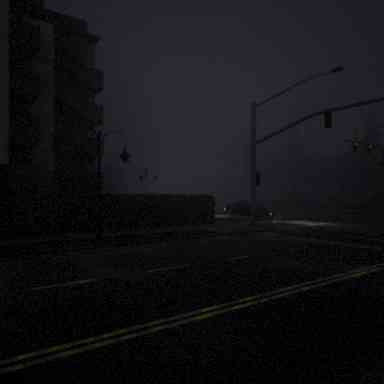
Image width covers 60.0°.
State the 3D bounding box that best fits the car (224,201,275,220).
[{"bbox_3d":[4.891,1.515,28.841,2.128,1.511,4.902,0,0,-38],"label":"car"}]
